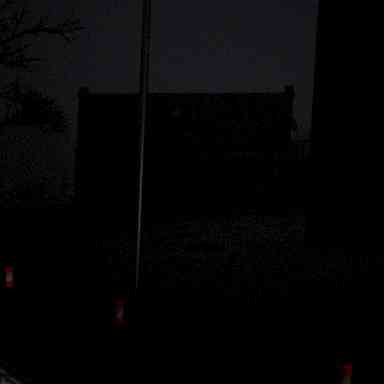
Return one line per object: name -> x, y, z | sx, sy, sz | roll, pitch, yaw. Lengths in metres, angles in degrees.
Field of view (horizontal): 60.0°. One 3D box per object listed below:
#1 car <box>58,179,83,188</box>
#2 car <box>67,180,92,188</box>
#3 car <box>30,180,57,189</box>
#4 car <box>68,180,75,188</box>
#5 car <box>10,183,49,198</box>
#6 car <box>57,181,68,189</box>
car -> -25.753, -1.765, 70.577 | 4.553, 1.767, 2.185 | 3, 3, 20
car -> -24.840, -1.715, 73.187 | 4.892, 1.521, 2.231 | 3, 3, 20
car -> -28.608, -1.556, 62.813 | 4.553, 1.767, 2.185 | 3, 3, 20
car -> -26.739, -1.530, 68.007 | 4.674, 1.452, 2.002 | 3, 3, 20
car -> -19.428, 0.004, 39.348 | 1.994, 1.385, 4.181 | 3, 2, 11
car -> -27.695, -1.499, 65.422 | 5.008, 1.535, 2.097 | 3, 3, 20
